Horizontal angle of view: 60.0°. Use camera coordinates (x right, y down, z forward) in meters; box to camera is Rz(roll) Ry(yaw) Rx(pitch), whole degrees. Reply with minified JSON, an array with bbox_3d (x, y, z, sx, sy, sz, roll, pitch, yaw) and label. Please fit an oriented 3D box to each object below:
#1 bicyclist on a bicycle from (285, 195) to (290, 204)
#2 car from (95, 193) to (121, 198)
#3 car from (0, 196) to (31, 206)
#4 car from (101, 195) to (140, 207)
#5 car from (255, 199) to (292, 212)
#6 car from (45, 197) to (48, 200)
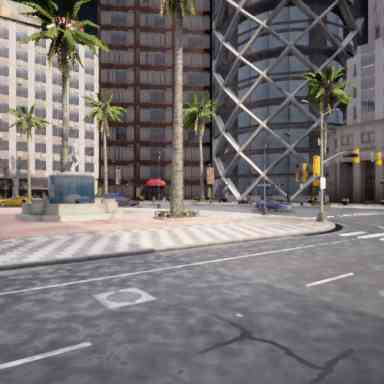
[{"bbox_3d":[15.718,1.298,54.602,0.582,1.620,1.656,0,0,42],"label":"bicyclist on a bicycle"},{"bbox_3d":[-15.297,1.220,59.402,5.566,2.045,2.150,0,0,3],"label":"car"},{"bbox_3d":[-28.766,1.477,54.459,5.008,1.535,1.882,0,0,-14],"label":"car"},{"bbox_3d":[-10.835,1.546,51.801,5.357,1.411,2.033,0,0,9],"label":"car"},{"bbox_3d":[9.627,1.525,39.478,1.812,1.442,4.674,0,0,-39],"label":"car"},{"bbox_3d":[-25.587,1.600,58.827,4.718,1.301,1.895,0,0,-10],"label":"car"}]
